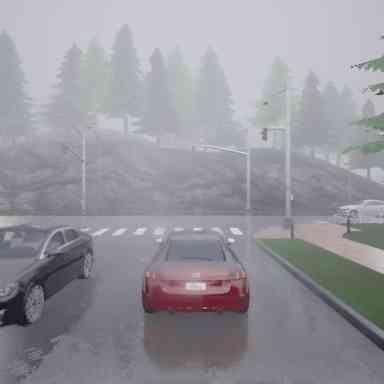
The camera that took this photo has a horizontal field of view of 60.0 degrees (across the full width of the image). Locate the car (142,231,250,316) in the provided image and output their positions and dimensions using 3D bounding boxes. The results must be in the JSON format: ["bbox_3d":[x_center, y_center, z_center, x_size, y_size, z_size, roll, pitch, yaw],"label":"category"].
[{"bbox_3d":[0.078,1.564,7.625,1.994,1.385,4.181,0,0,0],"label":"car"}]

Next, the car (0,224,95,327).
[{"bbox_3d":[-3.556,1.491,7.152,2.128,1.511,4.902,0,0,0],"label":"car"}]

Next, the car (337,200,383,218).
[{"bbox_3d":[14.352,1.363,27.158,4.674,1.442,1.812,0,0,0],"label":"car"}]
